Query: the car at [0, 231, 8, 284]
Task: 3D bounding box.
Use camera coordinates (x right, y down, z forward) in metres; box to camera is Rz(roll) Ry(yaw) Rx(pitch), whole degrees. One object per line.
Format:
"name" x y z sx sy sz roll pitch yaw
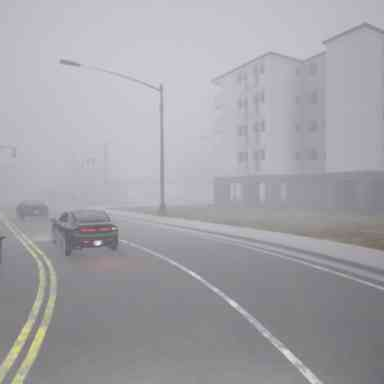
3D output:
"car" -5.881 1.467 8.462 2.128 1.511 4.902 -1 0 -28

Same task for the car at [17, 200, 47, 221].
"car" -12.678 1.346 26.408 1.882 1.535 5.008 -1 0 -32

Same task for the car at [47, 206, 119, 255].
"car" -4.332 1.420 13.138 1.837 1.490 4.892 0 1 -30
